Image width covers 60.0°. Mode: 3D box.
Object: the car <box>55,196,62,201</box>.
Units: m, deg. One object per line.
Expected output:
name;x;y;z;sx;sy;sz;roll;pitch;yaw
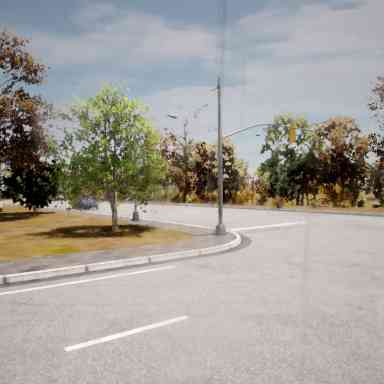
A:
car;-35.470;1.717;88.618;1.895;1.301;4.718;-1;0;-28

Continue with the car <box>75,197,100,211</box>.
car;-12.943;1.391;40.506;1.882;1.535;5.008;-1;0;-39
